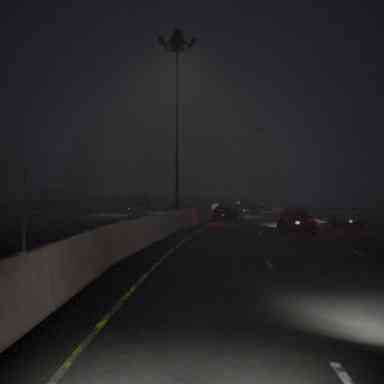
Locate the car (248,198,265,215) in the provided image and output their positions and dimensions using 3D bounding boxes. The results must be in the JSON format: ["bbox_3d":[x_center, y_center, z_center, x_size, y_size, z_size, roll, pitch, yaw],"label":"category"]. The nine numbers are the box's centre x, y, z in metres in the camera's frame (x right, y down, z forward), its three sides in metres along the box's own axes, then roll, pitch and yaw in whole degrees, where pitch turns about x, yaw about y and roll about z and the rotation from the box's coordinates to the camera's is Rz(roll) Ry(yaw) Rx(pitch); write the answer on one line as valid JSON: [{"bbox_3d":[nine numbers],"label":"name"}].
[{"bbox_3d":[6.157,1.591,35.744,1.837,1.490,4.892,0,0,22],"label":"car"}]

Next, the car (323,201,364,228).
[{"bbox_3d":[10.458,1.589,22.834,1.812,1.442,4.674,0,0,15],"label":"car"}]

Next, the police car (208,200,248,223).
[{"bbox_3d":[3.000,1.488,26.815,1.930,1.638,5.238,0,0,17],"label":"police car"}]

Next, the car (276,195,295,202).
[{"bbox_3d":[21.092,1.446,74.690,5.008,1.535,1.882,0,0,-45],"label":"car"}]

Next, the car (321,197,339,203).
[{"bbox_3d":[27.718,1.669,66.596,4.718,1.301,1.895,0,0,-45],"label":"car"}]

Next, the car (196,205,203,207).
[{"bbox_3d":[2.313,1.642,41.830,2.033,1.411,5.357,0,0,24],"label":"car"}]

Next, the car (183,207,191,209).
[{"bbox_3d":[-1.809,1.636,41.117,2.033,1.411,5.357,0,0,23],"label":"car"}]

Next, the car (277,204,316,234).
[{"bbox_3d":[6.068,1.614,19.629,1.994,1.385,4.181,0,0,13],"label":"car"}]

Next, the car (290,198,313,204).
[{"bbox_3d":[18.944,1.673,56.558,1.812,1.442,4.674,0,0,39],"label":"car"}]

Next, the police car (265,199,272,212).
[{"bbox_3d":[8.541,1.526,41.098,1.930,1.638,5.238,0,0,26],"label":"police car"}]
